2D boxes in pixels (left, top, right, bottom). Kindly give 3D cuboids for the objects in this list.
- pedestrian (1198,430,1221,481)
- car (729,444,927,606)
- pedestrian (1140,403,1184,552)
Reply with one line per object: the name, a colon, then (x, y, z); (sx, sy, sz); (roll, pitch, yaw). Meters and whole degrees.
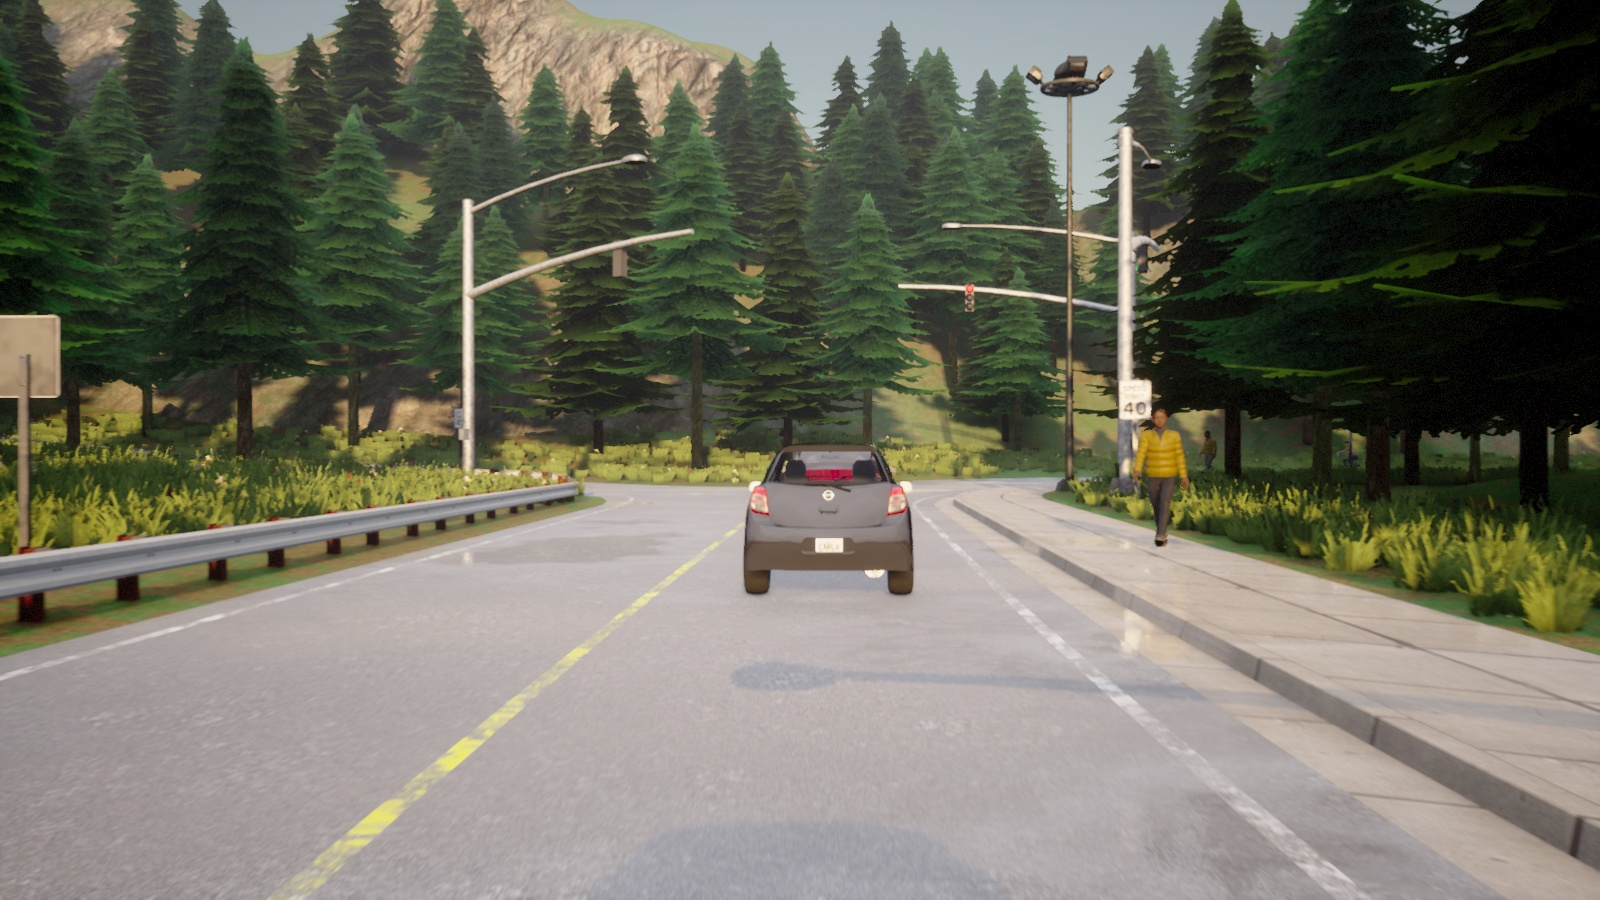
pedestrian: (14.924, 0.189, 45.755); (0.709, 1.840, 0.431); (0, 0, -28)
car: (0.321, 0.692, 13.521); (1.845, 1.501, 3.633); (0, 0, 2)
pedestrian: (4.589, 0.332, 15.913); (0.431, 1.840, 0.709); (0, 0, 25)
